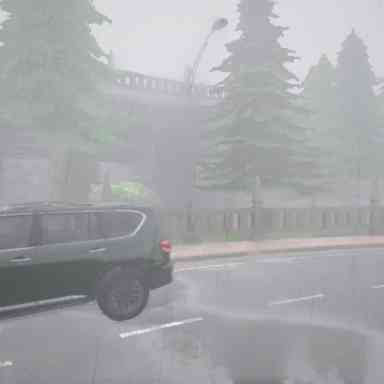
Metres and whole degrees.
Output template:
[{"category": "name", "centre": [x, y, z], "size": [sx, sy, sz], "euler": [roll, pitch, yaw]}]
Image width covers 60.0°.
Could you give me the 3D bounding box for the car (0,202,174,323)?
[{"category": "car", "centre": [-2.997, 1.221, 5.858], "size": [5.566, 2.045, 2.150], "euler": [0, 0, -32]}]
